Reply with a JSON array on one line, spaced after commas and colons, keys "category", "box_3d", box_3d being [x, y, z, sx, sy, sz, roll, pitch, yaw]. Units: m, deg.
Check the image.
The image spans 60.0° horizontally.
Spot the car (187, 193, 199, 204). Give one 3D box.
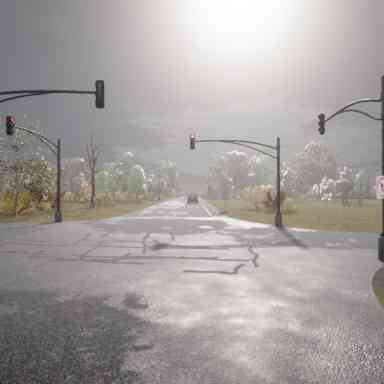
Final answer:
[{"category": "car", "box_3d": [0.150, 1.293, 67.563, 2.150, 2.045, 5.566, 0, 0, 0]}]
